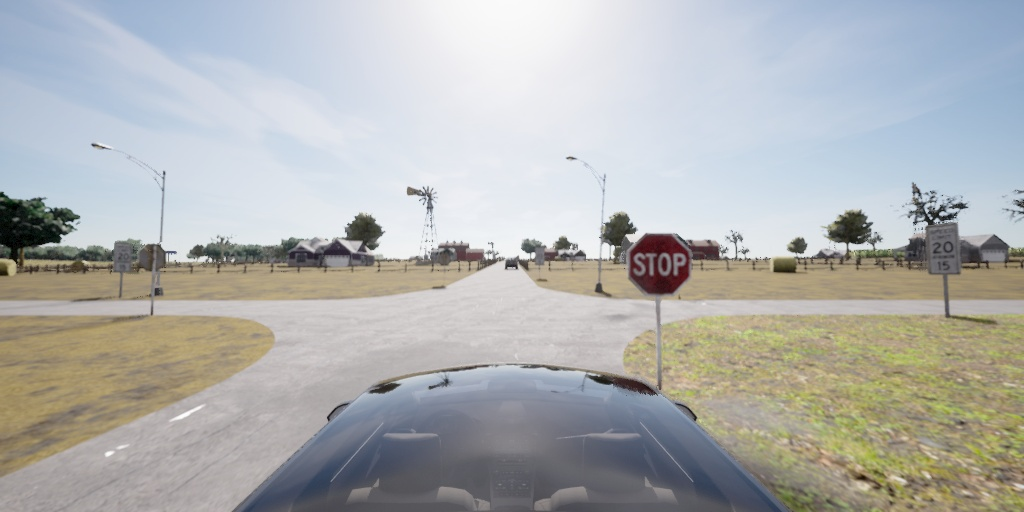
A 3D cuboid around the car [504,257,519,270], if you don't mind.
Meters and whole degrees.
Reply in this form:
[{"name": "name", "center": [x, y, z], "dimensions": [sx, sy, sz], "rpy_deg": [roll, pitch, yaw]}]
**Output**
[{"name": "car", "center": [-0.088, 1.247, 60.784], "dimensions": [2.150, 2.045, 5.566], "rpy_deg": [0, 0, 0]}]
